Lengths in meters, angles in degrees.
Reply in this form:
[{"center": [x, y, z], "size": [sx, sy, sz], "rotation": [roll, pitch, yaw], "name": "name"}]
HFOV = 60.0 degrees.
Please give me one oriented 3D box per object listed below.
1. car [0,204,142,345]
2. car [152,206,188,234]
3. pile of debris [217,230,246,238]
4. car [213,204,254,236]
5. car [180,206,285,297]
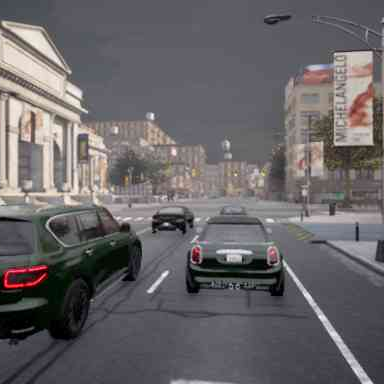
[{"center": [-2.656, 1.248, 6.776], "size": [2.150, 2.045, 5.566], "rotation": [0, 0, 6], "name": "car"}, {"center": [-1.016, 1.554, 19.900], "size": [1.882, 1.535, 5.008], "rotation": [0, 0, 7], "name": "car"}, {"center": [2.130, 2.246, 17.877], "size": [1.500, 0.140, 1.860], "rotation": [0, 0, 8], "name": "pile of debris"}, {"center": [2.542, 1.570, 20.233], "size": [2.128, 1.511, 4.902], "rotation": [0, 0, 8], "name": "car"}, {"center": [1.116, 1.387, 8.914], "size": [2.097, 1.767, 4.553], "rotation": [0, 0, 7], "name": "car"}]
